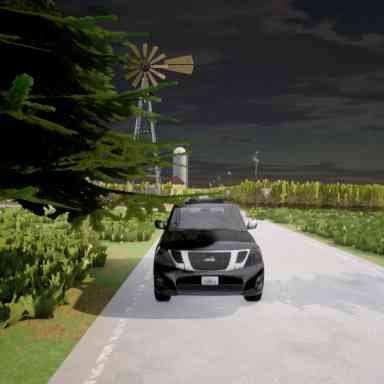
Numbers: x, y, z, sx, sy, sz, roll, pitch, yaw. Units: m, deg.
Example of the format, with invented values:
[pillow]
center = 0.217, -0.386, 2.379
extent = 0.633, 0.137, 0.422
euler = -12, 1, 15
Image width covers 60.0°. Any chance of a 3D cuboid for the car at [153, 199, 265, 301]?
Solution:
[car]
center = 0.334, 1.221, 8.660
extent = 2.150, 2.045, 5.566
euler = 0, 0, 0
